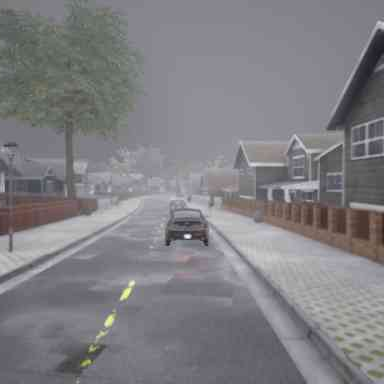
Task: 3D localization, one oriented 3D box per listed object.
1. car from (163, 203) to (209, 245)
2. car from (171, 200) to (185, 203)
[{"bbox_3d":[-0.272,1.505,15.597,1.837,1.490,4.892,0,0,-2],"label":"car"},{"bbox_3d":[-1.476,1.552,34.770,2.033,1.411,5.357,0,0,-5],"label":"car"}]
